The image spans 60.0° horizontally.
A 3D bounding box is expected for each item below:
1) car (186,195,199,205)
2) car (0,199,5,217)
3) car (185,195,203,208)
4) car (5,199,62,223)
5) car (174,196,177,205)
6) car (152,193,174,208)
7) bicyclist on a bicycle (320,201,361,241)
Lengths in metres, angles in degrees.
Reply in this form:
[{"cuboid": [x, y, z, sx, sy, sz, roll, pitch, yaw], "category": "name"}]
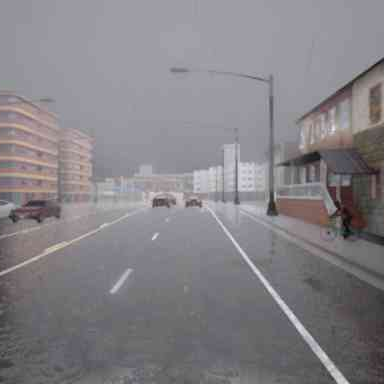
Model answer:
[{"cuboid": [0.107, 1.178, 48.902, 1.812, 1.442, 4.674, 0, -1, 0], "category": "car"}, {"cuboid": [-14.027, 1.243, 23.114, 1.812, 1.442, 4.674, 0, 1, 0], "category": "car"}, {"cuboid": [0.188, 1.064, 38.578, 1.812, 1.442, 4.674, 0, 0, 0], "category": "car"}, {"cuboid": [-10.538, 1.238, 22.960, 1.812, 1.442, 4.674, 0, 1, 1], "category": "car"}, {"cuboid": [-3.395, 1.009, 48.760, 2.097, 1.767, 4.553, 0, -1, 0], "category": "car"}, {"cuboid": [-3.423, 1.024, 37.884, 1.882, 1.535, 5.008, 0, 0, 0], "category": "car"}, {"cuboid": [5.913, 1.165, 13.234, 1.656, 1.620, 0.582, 0, 1, 0], "category": "bicyclist on a bicycle"}]
